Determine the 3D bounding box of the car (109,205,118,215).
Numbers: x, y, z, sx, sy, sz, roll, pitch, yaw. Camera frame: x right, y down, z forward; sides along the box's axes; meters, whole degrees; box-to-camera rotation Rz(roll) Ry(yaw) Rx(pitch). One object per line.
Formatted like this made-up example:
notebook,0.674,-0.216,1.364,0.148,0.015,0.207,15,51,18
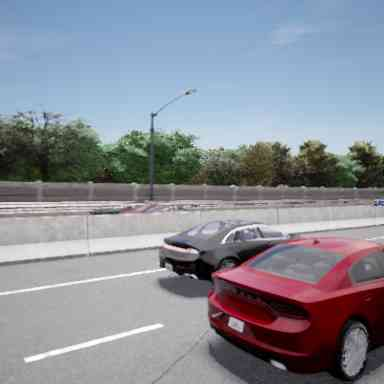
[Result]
car,-3.043,1.566,23.237,4.674,1.442,1.812,0,0,-35

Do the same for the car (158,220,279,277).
car,1.449,1.517,9.042,4.902,1.511,2.128,0,0,-35

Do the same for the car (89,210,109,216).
car,-5.469,1.636,25.816,4.718,1.301,1.895,0,0,-35

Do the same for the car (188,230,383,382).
car,2.569,1.500,5.548,5.008,1.535,1.882,0,0,-35

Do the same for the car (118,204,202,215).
car,-1.552,1.531,20.008,4.902,1.511,2.128,0,0,-35

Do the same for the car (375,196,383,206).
car,29.457,1.504,49.296,5.566,2.045,2.150,0,0,-32
